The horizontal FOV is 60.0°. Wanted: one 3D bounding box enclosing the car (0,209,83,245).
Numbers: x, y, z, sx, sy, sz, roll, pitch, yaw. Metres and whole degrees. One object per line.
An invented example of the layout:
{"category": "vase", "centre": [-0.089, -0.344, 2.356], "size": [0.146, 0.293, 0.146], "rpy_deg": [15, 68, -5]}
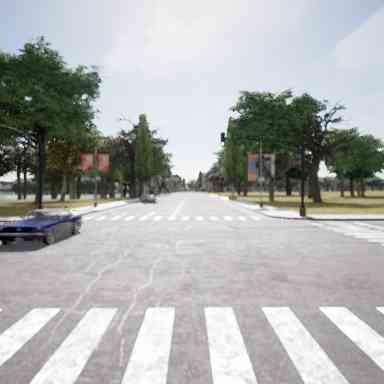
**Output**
{"category": "car", "centre": [-6.454, 1.443, 14.638], "size": [1.895, 1.301, 4.718], "rpy_deg": [0, 1, 0]}

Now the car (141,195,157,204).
{"category": "car", "centre": [-6.334, 1.079, 49.476], "size": [1.994, 1.385, 4.181], "rpy_deg": [0, 0, 0]}
